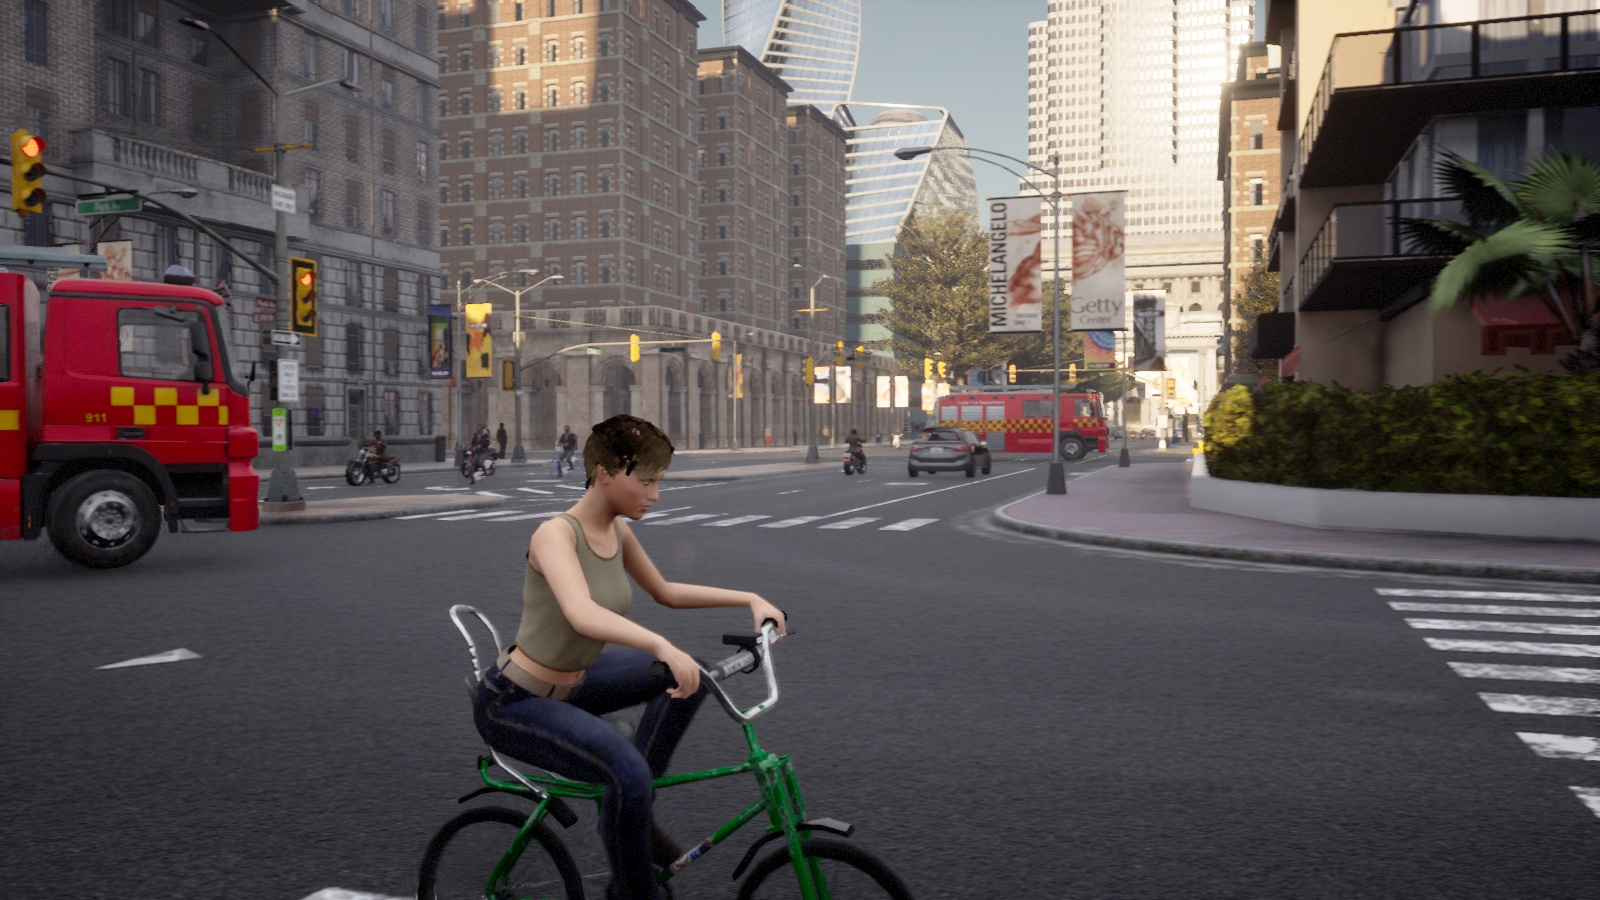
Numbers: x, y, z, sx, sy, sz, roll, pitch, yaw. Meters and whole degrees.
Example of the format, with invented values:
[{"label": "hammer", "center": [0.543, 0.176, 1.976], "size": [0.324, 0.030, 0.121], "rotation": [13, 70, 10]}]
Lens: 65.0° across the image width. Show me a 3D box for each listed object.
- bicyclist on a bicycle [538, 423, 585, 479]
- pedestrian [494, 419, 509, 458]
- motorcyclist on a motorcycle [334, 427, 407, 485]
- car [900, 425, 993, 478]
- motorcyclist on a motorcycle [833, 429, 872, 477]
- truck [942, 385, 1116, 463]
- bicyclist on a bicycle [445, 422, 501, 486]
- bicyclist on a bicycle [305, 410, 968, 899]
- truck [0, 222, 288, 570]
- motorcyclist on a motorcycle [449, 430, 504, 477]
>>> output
[{"label": "bicyclist on a bicycle", "center": [-7.700, 0.018, 40.613], "size": [0.659, 1.776, 1.843], "rotation": [1, 1, 18]}, {"label": "pedestrian", "center": [-14.872, -0.575, 62.585], "size": [0.395, 1.930, 0.692], "rotation": [1, 1, 23]}, {"label": "motorcyclist on a motorcycle", "center": [-12.599, 0.139, 36.898], "size": [0.766, 1.649, 2.350], "rotation": [1, 1, 18]}, {"label": "car", "center": [5.030, 0.008, 42.545], "size": [2.242, 1.667, 4.611], "rotation": [1, 1, 18]}, {"label": "motorcyclist on a motorcycle", "center": [1.871, 0.077, 44.142], "size": [0.766, 1.649, 2.350], "rotation": [1, 1, 18]}, {"label": "truck", "center": [11.739, -1.326, 64.443], "size": [8.468, 3.827, 2.891], "rotation": [1, 1, 18]}, {"label": "bicyclist on a bicycle", "center": [-9.288, 0.089, 35.760], "size": [0.659, 1.776, 1.843], "rotation": [1, 1, 18]}, {"label": "bicyclist on a bicycle", "center": [-0.392, 0.708, 3.329], "size": [1.509, 1.612, 0.866], "rotation": [1, 1, 19]}, {"label": "truck", "center": [-10.633, -0.610, 14.492], "size": [8.468, 3.827, 2.891], "rotation": [0, 1, -28]}, {"label": "motorcyclist on a motorcycle", "center": [-10.856, 0.092, 42.227], "size": [0.797, 1.523, 2.044], "rotation": [1, 1, 18]}]
